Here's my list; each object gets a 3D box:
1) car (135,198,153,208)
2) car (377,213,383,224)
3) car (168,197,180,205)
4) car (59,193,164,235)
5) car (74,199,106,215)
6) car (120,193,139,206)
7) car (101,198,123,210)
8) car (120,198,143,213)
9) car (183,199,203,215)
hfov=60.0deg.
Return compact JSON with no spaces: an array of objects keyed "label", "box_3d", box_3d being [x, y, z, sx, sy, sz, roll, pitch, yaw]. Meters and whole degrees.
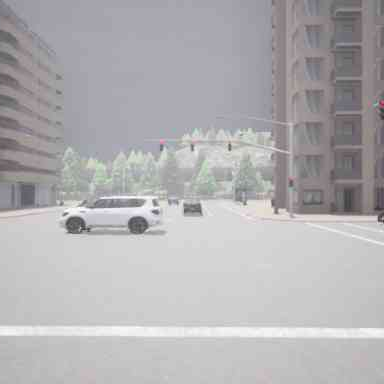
[{"label":"car","box_3d":[-6.927,1.576,48.717,1.994,1.385,4.181,0,0,1]},{"label":"car","box_3d":[14.524,1.569,21.767,4.181,1.385,1.994,0,0,2]},{"label":"car","box_3d":[-3.338,1.540,60.130,1.812,1.442,4.674,0,0,0]},{"label":"car","box_3d":[-4.350,1.226,18.461,5.566,2.045,2.150,0,0,1]},{"label":"car","box_3d":[-10.493,1.513,34.588,1.837,1.490,4.892,0,0,0]},{"label":"car","box_3d":[-10.392,1.236,55.829,2.150,2.045,5.566,0,0,1]},{"label":"car","box_3d":[-10.464,1.536,43.838,1.812,1.442,4.674,0,0,0]},{"label":"car","box_3d":[-6.968,1.514,38.773,1.837,1.490,4.892,0,0,0]},{"label":"car","box_3d":[0.065,1.486,34.045,1.882,1.535,5.008,0,0,0]}]
